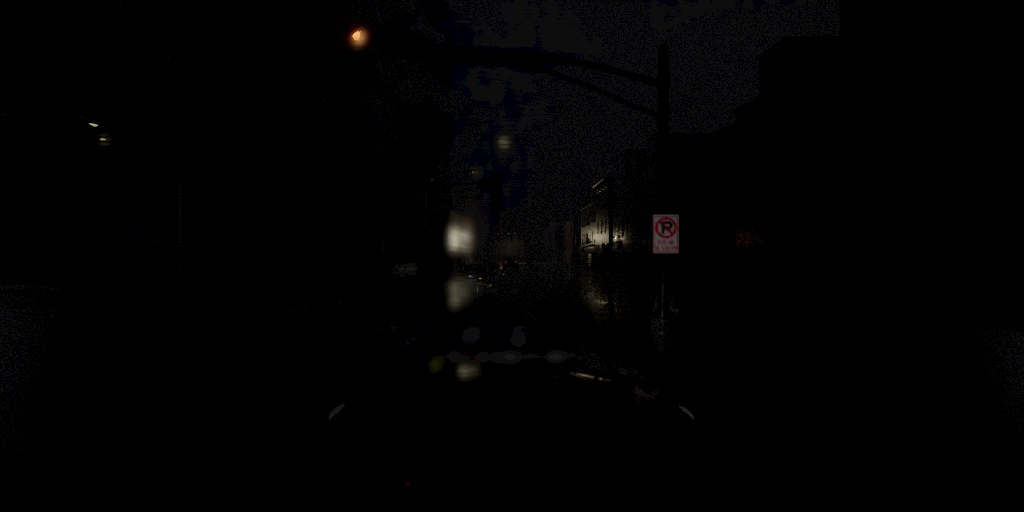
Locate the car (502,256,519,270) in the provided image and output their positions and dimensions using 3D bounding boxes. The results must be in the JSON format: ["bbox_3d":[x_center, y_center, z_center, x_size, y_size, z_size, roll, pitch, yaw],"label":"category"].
[{"bbox_3d":[-0.198,0.979,52.573,2.150,2.045,5.566,0,0,0],"label":"car"}]

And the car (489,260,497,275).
[{"bbox_3d":[-2.992,1.300,38.391,2.033,1.411,5.357,0,0,0],"label":"car"}]

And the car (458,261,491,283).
[{"bbox_3d":[-2.951,1.314,27.900,1.994,1.385,4.181,0,0,0],"label":"car"}]

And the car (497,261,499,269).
[{"bbox_3d":[-3.021,1.307,56.385,2.033,1.411,5.357,0,0,0],"label":"car"}]
